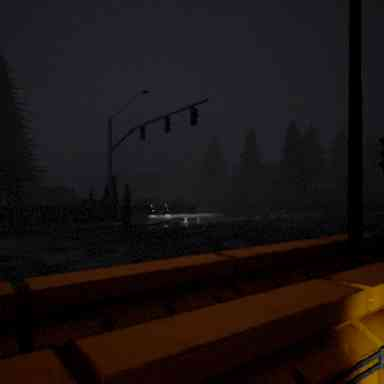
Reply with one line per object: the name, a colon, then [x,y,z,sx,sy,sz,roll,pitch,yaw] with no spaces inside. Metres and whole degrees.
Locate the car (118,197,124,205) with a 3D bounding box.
car: [-12.432,1.540,58.172,2.033,1.411,5.357,0,0,-36]

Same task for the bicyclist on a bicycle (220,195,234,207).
bicyclist on a bicycle: [5.009,1.295,46.406,1.656,1.620,0.582,0,0,-8]

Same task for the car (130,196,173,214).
car: [-4.328,1.348,34.799,2.097,1.767,4.553,0,0,-36]

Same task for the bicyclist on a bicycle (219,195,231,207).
bicyclist on a bicycle: [4.655,1.295,47.274,1.656,1.620,0.582,0,0,-32]

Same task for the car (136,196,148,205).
car: [-8.984,1.518,59.994,1.812,1.442,4.674,0,0,-6]

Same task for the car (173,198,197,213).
car: [-1.366,1.473,36.671,1.882,1.535,5.008,0,0,-36]
